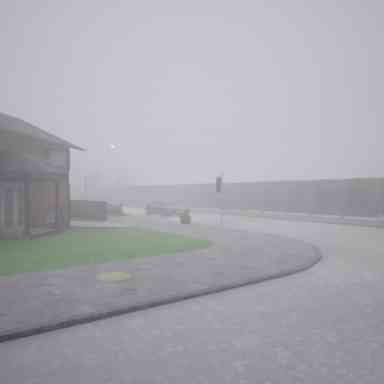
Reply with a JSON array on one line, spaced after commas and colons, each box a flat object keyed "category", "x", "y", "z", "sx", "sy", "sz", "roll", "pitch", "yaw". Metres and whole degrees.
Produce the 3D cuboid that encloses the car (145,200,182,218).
[{"category": "car", "x": -2.499, "y": 1.461, "z": 29.592, "sx": 1.837, "sy": 1.490, "sz": 4.892, "roll": 0, "pitch": 1, "yaw": -35}]
